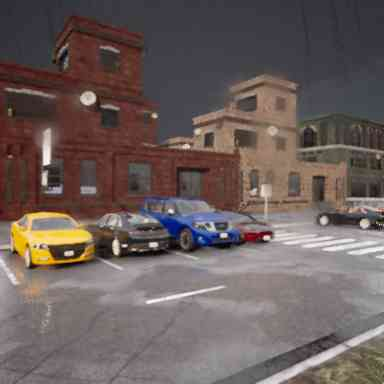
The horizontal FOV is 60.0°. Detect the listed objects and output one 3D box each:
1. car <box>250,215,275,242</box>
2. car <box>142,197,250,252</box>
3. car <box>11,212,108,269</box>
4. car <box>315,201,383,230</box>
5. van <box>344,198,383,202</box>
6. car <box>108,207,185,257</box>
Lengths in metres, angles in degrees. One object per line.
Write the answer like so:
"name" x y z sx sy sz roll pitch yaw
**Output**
"car" 1.855 1.583 16.341 2.163 1.488 4.792 1 0 -35
"car" -0.407 1.278 14.729 2.435 2.045 5.566 1 0 -35
"car" -4.954 1.481 11.528 2.097 1.535 5.008 1 0 -35
"car" 10.894 1.647 22.814 2.231 1.521 4.892 1 0 -35
"van" 13.087 1.442 24.529 1.878 1.987 4.442 1 0 -35
"car" -2.684 1.506 13.132 2.231 1.521 4.892 1 0 -35
